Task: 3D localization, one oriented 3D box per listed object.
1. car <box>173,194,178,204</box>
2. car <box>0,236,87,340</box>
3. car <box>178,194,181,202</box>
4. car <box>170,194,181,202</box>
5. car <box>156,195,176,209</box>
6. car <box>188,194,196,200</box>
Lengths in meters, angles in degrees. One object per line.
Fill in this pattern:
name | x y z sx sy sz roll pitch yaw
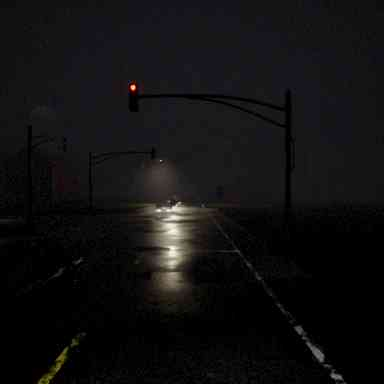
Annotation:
car | -3.581 1.472 53.131 1.812 1.442 4.674 0 0 0
car | -3.489 1.545 5.775 2.033 1.411 5.357 0 0 1
car | -3.562 1.407 62.482 1.882 1.535 5.008 0 0 1
car | -3.501 1.255 72.458 2.097 1.767 4.553 0 0 0
car | -3.591 1.524 44.470 1.994 1.385 4.181 0 0 0
car | -0.004 1.375 86.362 1.837 1.490 4.892 0 0 0
